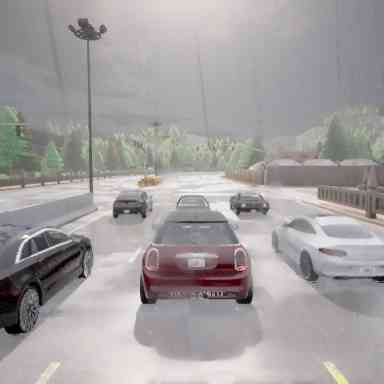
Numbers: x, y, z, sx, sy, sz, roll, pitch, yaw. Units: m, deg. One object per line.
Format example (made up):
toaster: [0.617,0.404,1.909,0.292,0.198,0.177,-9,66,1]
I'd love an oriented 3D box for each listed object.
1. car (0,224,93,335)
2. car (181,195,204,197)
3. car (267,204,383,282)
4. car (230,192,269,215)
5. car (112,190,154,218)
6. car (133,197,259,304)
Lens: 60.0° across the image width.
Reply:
car: [-3.417,1.381,6.525,2.128,1.511,4.902,0,2,0]
car: [0.036,0.859,17.366,2.033,1.411,5.357,0,4,0]
car: [3.570,1.321,9.082,1.812,1.442,4.674,0,3,0]
car: [3.517,0.647,21.231,1.895,1.301,4.718,0,4,0]
car: [-3.478,0.628,20.054,1.837,1.490,4.892,0,4,0]
car: [0.078,1.191,7.984,2.097,1.767,4.553,0,2,0]
